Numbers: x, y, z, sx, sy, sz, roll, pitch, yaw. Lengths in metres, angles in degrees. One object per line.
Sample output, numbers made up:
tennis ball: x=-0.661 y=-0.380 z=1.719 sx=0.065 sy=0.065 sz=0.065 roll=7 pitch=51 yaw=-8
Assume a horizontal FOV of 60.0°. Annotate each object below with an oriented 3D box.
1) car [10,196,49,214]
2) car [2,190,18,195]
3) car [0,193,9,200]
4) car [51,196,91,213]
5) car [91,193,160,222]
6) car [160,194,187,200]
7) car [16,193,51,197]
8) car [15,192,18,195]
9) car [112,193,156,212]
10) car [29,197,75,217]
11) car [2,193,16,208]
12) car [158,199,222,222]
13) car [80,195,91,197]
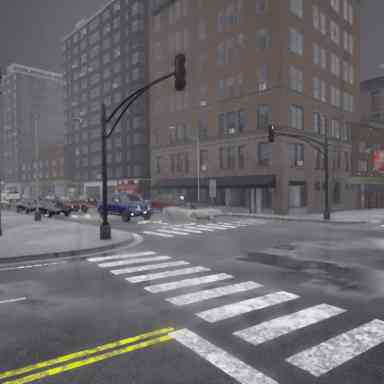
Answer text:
car: x=-16.172 y=1.375 z=33.170 sx=1.947 sy=1.339 sz=4.313 roll=0 pitch=1 yaw=-44
car: x=-31.865 y=0.712 z=57.953 sx=2.150 sy=2.045 sz=5.566 roll=-1 pitch=1 yaw=-44
car: x=-40.676 y=0.886 z=70.775 sx=1.947 sy=1.339 sz=4.313 roll=0 pitch=1 yaw=-44
car: x=-12.061 y=1.395 z=32.872 sx=1.895 sy=1.301 sz=4.718 roll=-1 pitch=1 yaw=-44
car: x=-5.297 y=1.090 z=25.873 sx=2.150 sy=2.045 sz=5.566 roll=-1 pitch=1 yaw=-44
car: x=-2.391 y=1.087 z=31.180 sx=2.192 sy=1.841 sz=5.009 roll=0 pitch=1 yaw=-44
car: x=-19.330 y=1.216 z=40.410 sx=1.837 sy=1.490 sz=4.892 roll=-1 pitch=1 yaw=-44
car: x=-29.191 y=1.044 z=58.898 sx=1.802 sy=1.307 sz=4.206 roll=0 pitch=1 yaw=-44
car: x=-6.220 y=1.045 z=35.139 sx=2.192 sy=1.841 sz=5.009 roll=0 pitch=1 yaw=-44
car: x=-12.344 y=1.418 z=29.211 sx=1.947 sy=1.339 sz=4.313 roll=0 pitch=1 yaw=-44
car: x=-23.709 y=1.248 z=40.964 sx=1.752 sy=1.417 sz=4.829 roll=0 pitch=1 yaw=-44
car: x=-0.118 y=1.458 z=24.853 sx=1.895 sy=1.301 sz=4.718 roll=-1 pitch=1 yaw=-44
car: x=-13.877 y=1.084 z=43.059 sx=1.967 sy=1.590 sz=4.097 roll=0 pitch=1 yaw=-44
